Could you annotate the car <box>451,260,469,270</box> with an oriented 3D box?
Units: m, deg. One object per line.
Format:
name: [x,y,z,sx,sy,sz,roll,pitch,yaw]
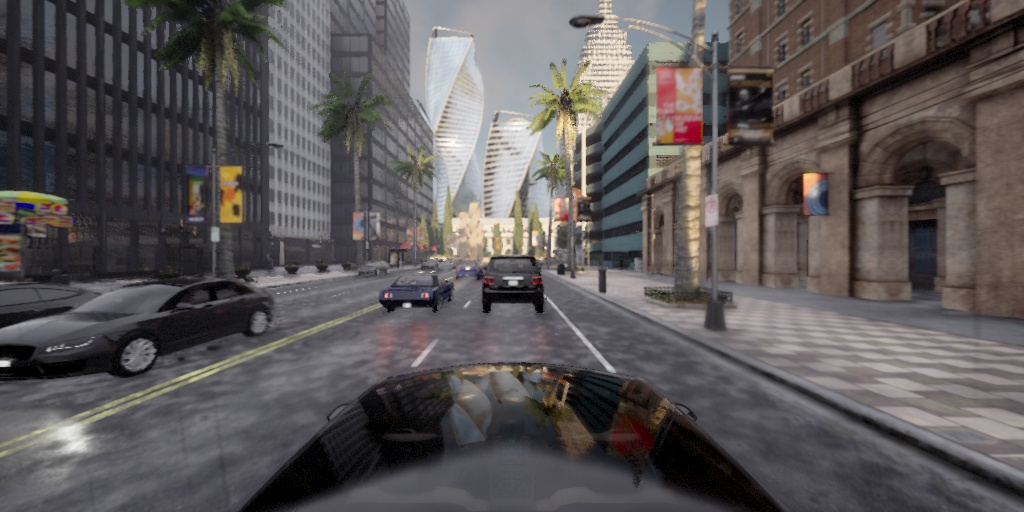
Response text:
car: [-7.394,1.238,51.601,1.994,1.385,4.181,0,0,0]

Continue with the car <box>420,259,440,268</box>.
car: [-10.887,1.185,47.936,1.837,1.490,4.892,0,1,0]

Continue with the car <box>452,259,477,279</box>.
car: [-3.590,1.056,31.144,2.097,1.767,4.553,0,0,0]

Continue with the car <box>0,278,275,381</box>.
car: [-7.129,1.251,7.444,1.837,1.490,4.892,0,0,0]

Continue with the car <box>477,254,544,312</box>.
car: [0.024,0.951,14.195,2.150,2.045,5.566,0,0,0]

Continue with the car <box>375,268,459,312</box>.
car: [-3.481,1.333,14.062,1.895,1.301,4.718,0,0,-1]

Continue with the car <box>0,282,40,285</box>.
car: [-10.628,1.275,7.105,1.812,1.442,4.674,0,0,0]
